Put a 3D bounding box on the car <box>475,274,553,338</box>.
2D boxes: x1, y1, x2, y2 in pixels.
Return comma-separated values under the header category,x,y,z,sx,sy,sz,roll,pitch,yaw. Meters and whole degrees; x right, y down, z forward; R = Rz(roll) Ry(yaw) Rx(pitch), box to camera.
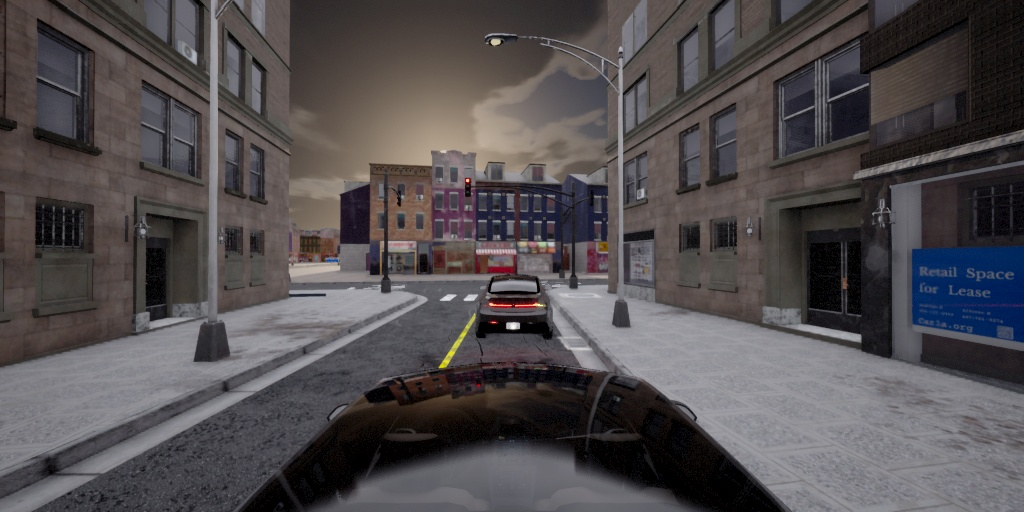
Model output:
category,x,y,z,sx,sy,sz,roll,pitch,yaw
car,0.096,1.256,10.129,1.837,1.490,4.892,0,0,2
